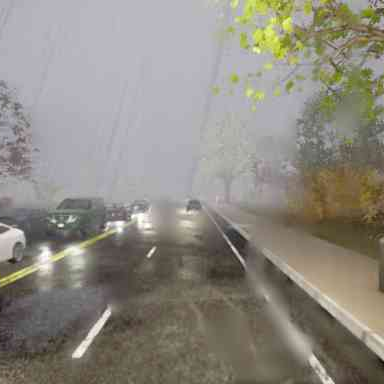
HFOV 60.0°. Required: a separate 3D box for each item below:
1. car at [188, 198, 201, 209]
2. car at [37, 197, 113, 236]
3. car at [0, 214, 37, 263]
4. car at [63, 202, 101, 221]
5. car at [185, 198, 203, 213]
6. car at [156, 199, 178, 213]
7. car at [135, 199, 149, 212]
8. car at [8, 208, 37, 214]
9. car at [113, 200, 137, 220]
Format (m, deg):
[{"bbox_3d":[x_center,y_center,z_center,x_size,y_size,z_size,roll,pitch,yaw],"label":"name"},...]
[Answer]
[{"bbox_3d":[0.315,1.652,49.706,1.837,1.490,4.892,0,0,1],"label":"car"},{"bbox_3d":[-6.480,1.310,19.245,2.150,2.045,5.566,0,0,0],"label":"car"},{"bbox_3d":[-6.544,1.589,9.544,1.812,1.442,4.674,0,0,1],"label":"car"},{"bbox_3d":[-9.657,1.682,29.531,1.994,1.385,4.181,0,0,1],"label":"car"},{"bbox_3d":[0.237,1.630,38.606,1.837,1.490,4.892,0,0,0],"label":"car"},{"bbox_3d":[-3.013,1.607,38.627,1.882,1.535,5.008,0,0,0],"label":"car"},{"bbox_3d":[-6.293,1.626,40.003,2.128,1.511,4.902,0,0,1],"label":"car"},{"bbox_3d":[-9.722,1.641,19.598,2.033,1.411,5.357,0,0,1],"label":"car"},{"bbox_3d":[-6.416,1.677,29.060,1.994,1.385,4.181,0,0,0],"label":"car"}]
